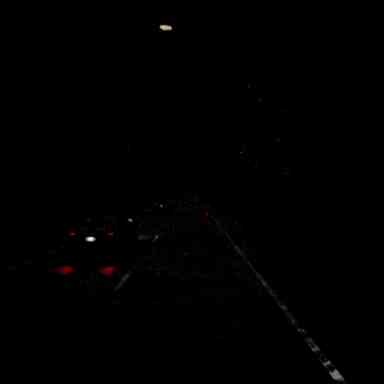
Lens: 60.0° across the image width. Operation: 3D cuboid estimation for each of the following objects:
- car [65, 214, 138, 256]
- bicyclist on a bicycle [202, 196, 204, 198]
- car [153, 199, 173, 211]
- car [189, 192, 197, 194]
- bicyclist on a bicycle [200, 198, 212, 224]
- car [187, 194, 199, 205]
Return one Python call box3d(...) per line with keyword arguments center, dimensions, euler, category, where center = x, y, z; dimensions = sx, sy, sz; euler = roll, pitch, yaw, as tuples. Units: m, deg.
box3d(center=(-3.374, 1.537, 13.080), dimensions=(1.994, 1.385, 4.181), euler=(0, 0, 0), category="car")
box3d(center=(1.035, 1.305, 32.254), dimensions=(0.659, 1.776, 1.843), euler=(0, 0, 0), category="bicyclist on a bicycle")
box3d(center=(-3.321, 1.486, 38.339), dimensions=(1.994, 1.385, 4.181), euler=(0, 0, 0), category="car")
box3d(center=(0.156, 1.079, 73.746), dimensions=(2.150, 2.045, 5.566), euler=(0, 0, 0), category="car")
box3d(center=(0.988, 1.389, 23.183), dimensions=(0.866, 1.612, 1.509), euler=(0, 0, 0), category="bicyclist on a bicycle")
box3d(center=(0.216, 1.452, 55.882), dimensions=(1.994, 1.385, 4.181), euler=(0, 0, 0), category="car")
